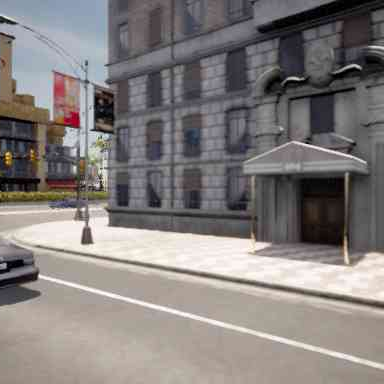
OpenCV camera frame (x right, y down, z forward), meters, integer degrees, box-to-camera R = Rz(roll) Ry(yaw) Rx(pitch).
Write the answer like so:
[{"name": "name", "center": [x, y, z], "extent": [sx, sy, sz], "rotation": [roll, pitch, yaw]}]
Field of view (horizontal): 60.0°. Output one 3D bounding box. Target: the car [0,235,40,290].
[{"name": "car", "center": [-5.893, 1.548, 8.122], "extent": [5.357, 1.411, 2.033], "rotation": [0, 0, 35]}]

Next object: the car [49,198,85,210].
[{"name": "car", "center": [-16.237, 1.526, 43.474], "extent": [1.812, 1.442, 4.674], "rotation": [0, 0, 36]}]
